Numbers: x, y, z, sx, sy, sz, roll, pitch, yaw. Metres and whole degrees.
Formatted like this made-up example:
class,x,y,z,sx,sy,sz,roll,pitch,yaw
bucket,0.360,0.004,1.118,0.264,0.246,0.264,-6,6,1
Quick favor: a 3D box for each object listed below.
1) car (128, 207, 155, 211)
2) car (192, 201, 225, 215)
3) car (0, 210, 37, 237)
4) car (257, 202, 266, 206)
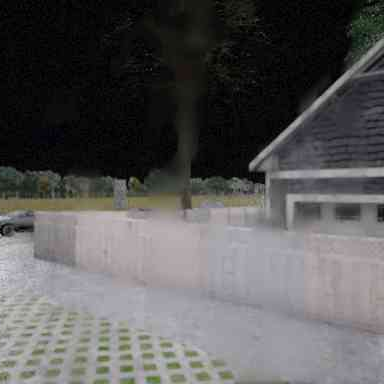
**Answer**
class,x,y,z,sx,sy,sz,roll,pitch,yaw
car,-4.459,1.911,27.277,1.895,1.301,4.718,0,-1,35
car,1.796,1.814,36.176,2.097,1.767,4.553,0,-1,35
car,-9.921,1.739,19.477,1.994,1.385,4.181,0,-1,35
car,10.857,2.208,48.949,2.128,1.511,4.902,0,-1,35
